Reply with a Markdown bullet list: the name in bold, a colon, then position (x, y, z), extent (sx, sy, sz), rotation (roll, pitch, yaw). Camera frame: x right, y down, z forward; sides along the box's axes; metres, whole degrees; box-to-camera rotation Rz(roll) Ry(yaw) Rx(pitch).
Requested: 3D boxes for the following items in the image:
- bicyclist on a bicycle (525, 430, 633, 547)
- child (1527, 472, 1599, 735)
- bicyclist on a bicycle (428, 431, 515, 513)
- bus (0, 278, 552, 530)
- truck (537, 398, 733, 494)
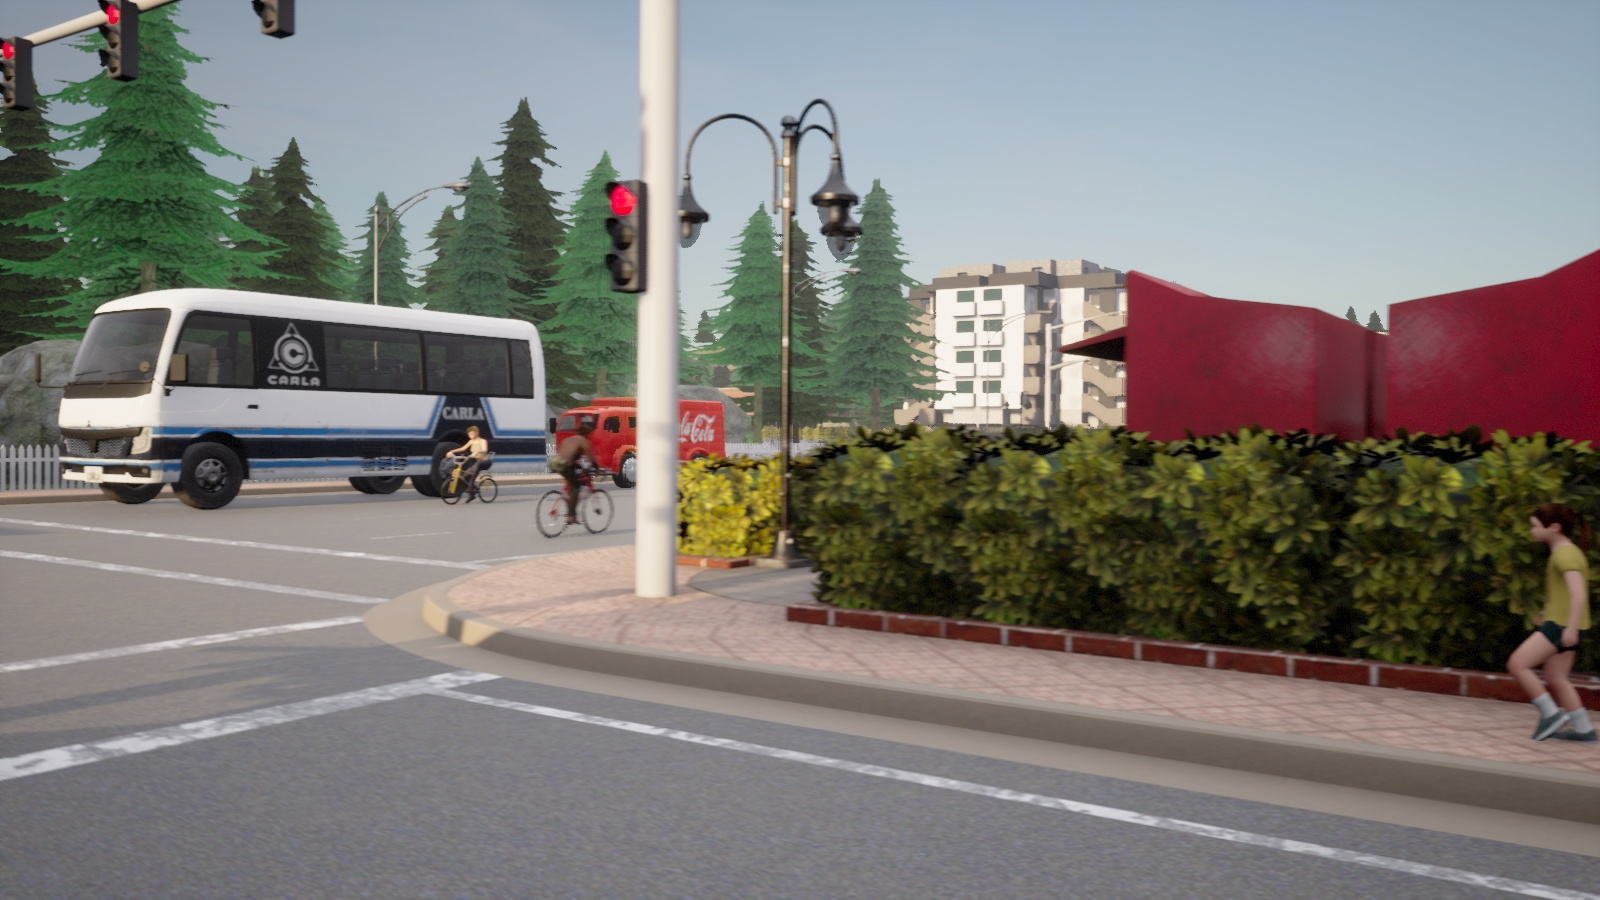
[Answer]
- **bicyclist on a bicycle**: position (-3.190, 0.520, 18.241), extent (0.582, 1.620, 1.656), rotation (0, 1, 32)
- **child**: position (3.422, 0.659, 5.498), extent (0.394, 1.110, 0.255), rotation (0, 1, 35)
- **bicyclist on a bicycle**: position (-6.719, 0.433, 25.714), extent (0.866, 1.612, 1.509), rotation (0, 1, 34)
- **bus**: position (-10.392, -0.858, 26.538), extent (3.944, 4.253, 10.273), rotation (0, 1, 34)
- **truck**: position (-4.519, -0.140, 35.237), extent (2.627, 2.467, 5.204), rotation (0, 1, 34)
